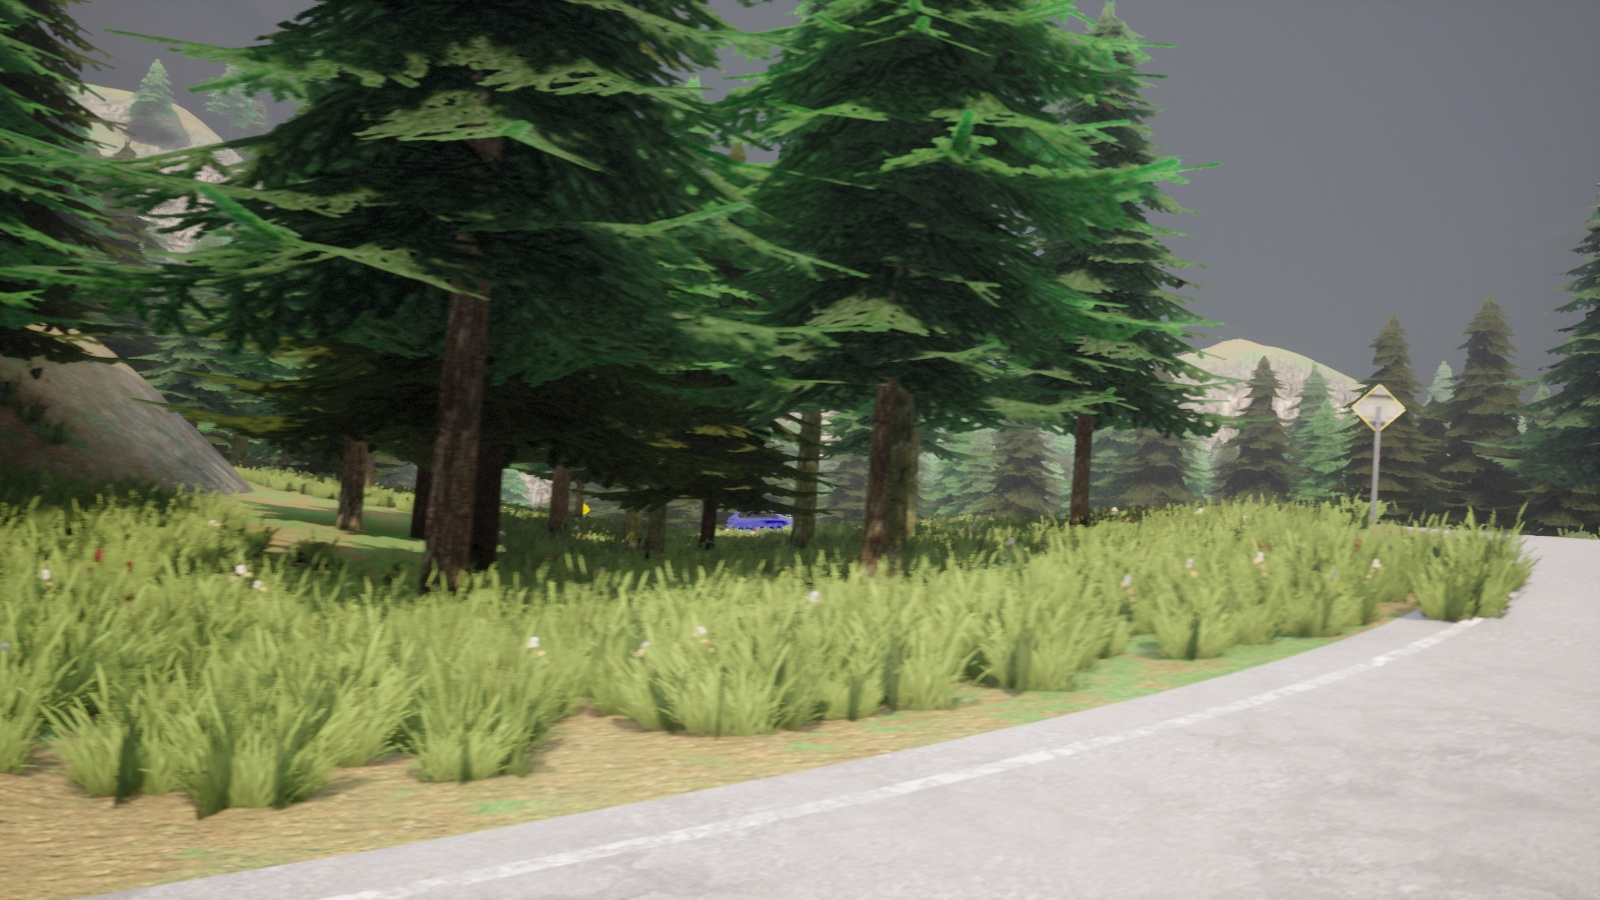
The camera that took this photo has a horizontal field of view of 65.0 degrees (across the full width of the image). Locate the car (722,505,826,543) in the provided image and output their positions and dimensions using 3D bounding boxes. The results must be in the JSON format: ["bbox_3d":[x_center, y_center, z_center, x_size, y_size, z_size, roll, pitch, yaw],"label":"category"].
[{"bbox_3d":[-1.137,3.235,54.420,4.193,1.474,1.816,-3,-6,30],"label":"car"}]
